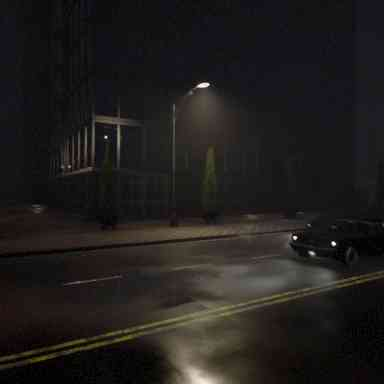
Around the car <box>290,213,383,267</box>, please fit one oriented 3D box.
[{"bbox_3d":[5.618,1.601,11.535,4.718,1.301,1.895,0,0,-32],"label":"car"}]

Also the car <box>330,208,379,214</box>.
[{"bbox_3d":[8.347,1.547,17.313,5.357,1.411,2.033,0,0,-31],"label":"car"}]
